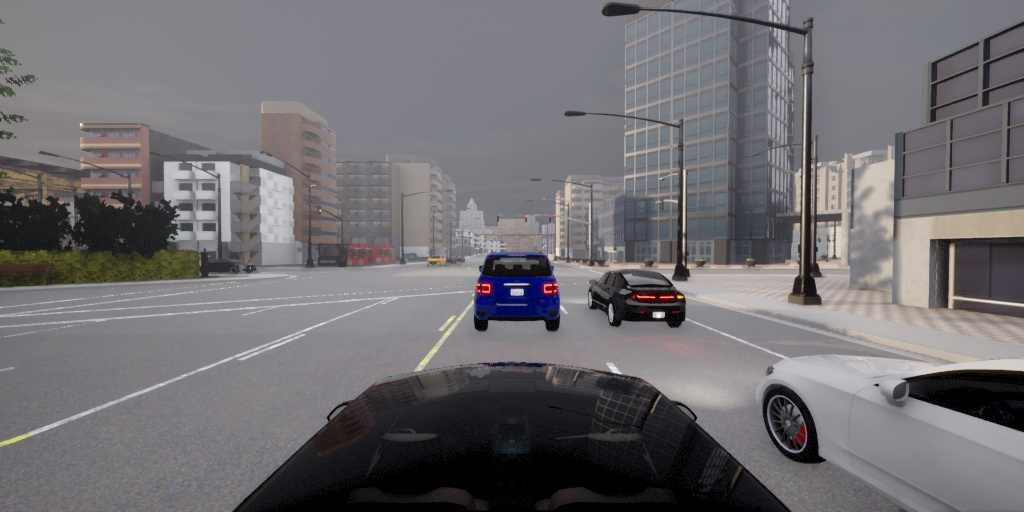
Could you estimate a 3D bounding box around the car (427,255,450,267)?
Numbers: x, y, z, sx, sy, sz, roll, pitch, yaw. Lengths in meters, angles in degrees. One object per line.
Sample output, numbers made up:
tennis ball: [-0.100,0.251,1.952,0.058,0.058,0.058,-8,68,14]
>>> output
car: [-10.348,0.630,49.441,1.882,1.535,5.008,0,0,1]

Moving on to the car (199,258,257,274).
car: [-25.497,0.906,32.246,4.181,1.385,1.994,0,1,1]

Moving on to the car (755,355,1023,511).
car: [3.599,1.274,1.996,1.812,1.442,4.674,0,0,0]

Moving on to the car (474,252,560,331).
car: [0.134,0.885,10.846,2.150,2.045,5.566,0,1,0]

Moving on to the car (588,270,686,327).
car: [3.646,1.166,11.210,1.837,1.490,4.892,0,1,1]

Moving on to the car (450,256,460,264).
car: [-10.299,0.704,58.874,1.895,1.301,4.718,0,0,1]
